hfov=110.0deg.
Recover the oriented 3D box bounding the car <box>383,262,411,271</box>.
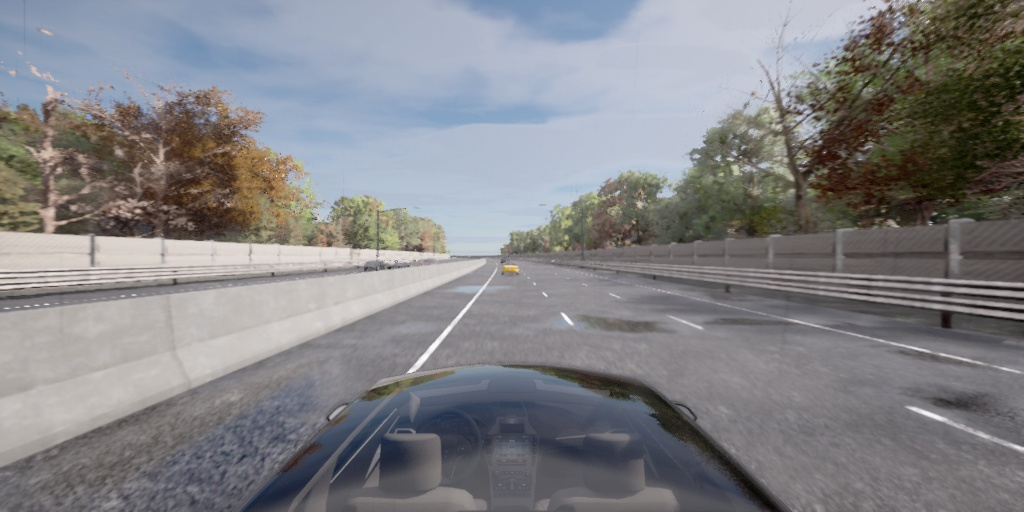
[{"bbox_3d":[-14.488,1.385,46.174,1.895,1.301,4.718,0,0,-1],"label":"car"}]

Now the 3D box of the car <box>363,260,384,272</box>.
[{"bbox_3d":[-18.016,1.285,47.399,1.837,1.490,4.892,0,0,-1],"label":"car"}]

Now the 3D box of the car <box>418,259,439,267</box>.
[{"bbox_3d":[-11.025,1.142,47.712,2.097,1.767,4.553,0,0,-1],"label":"car"}]

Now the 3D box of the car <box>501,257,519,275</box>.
[{"bbox_3d":[-0.220,1.249,39.666,1.801,1.575,5.366,0,0,-1],"label":"car"}]

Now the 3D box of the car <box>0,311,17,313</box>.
[{"bbox_3d":[-10.578,1.347,5.393,1.895,1.301,4.718,0,0,0],"label":"car"}]
